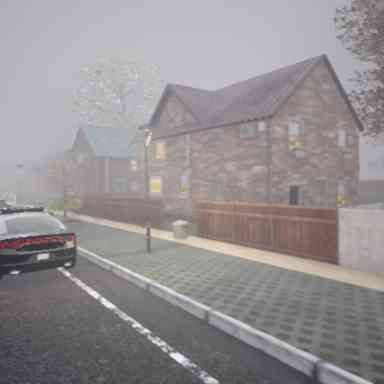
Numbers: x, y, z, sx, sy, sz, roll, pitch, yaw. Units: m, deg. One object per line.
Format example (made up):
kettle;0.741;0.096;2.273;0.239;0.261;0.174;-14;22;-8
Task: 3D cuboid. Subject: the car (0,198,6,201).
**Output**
car;-10.847;1.116;17.775;2.097;1.767;4.553;-2;2;-37

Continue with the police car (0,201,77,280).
police car;-4.966;1.268;9.779;1.930;1.638;5.238;-2;2;-36
